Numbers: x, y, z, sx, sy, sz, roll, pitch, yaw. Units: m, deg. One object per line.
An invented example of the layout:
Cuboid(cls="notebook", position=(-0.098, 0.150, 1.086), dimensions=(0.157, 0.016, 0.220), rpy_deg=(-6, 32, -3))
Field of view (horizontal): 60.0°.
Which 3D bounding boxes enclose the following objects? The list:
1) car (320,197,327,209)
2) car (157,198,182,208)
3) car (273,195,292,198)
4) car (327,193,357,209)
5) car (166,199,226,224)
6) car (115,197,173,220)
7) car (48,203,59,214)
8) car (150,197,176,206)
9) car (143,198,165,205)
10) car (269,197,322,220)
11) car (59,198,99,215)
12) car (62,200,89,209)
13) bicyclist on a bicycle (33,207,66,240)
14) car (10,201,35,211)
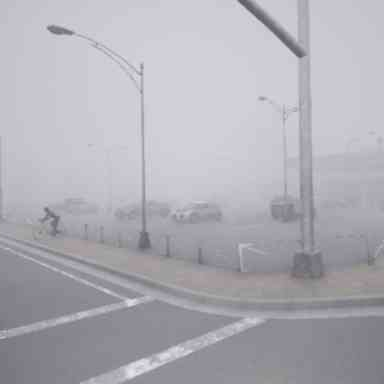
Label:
Cuboid(cls="car", position=(17.060, 1.441, 43.958), dimensions=(3.806, 1.475, 1.970), rpy_deg=(-1, 0, -42))
Cuboid(cls="car", position=(-3.729, 1.805, 55.343), dimensions=(3.633, 1.501, 1.845), rpy_deg=(-1, 0, -42))
Cuboid(cls="car", position=(10.808, 1.245, 38.227), dimensions=(4.605, 1.855, 1.932), rpy_deg=(-1, 0, -42))
Cuboid(cls="car", position=(18.839, 1.111, 41.088), dimensions=(3.866, 1.878, 1.905), rpy_deg=(-1, 0, -42))
Cuboid(cls="car", position=(0.392, 1.467, 24.325), dimensions=(3.806, 1.475, 1.970), rpy_deg=(-1, 0, -42))
Cuboid(cls="car", position=(-4.164, 1.489, 28.856), dimensions=(5.027, 1.636, 2.152), rpy_deg=(-1, 0, -42))
Cuboid(cls="car", position=(-15.029, 1.676, 40.195), dimensions=(4.605, 1.855, 1.932), rpy_deg=(-1, 0, -42))
Cuboid(cls="car", position=(-6.018, 1.935, 69.270), dimensions=(5.027, 1.636, 2.152), rpy_deg=(-1, 0, -42))
Cuboid(cls="car", position=(-8.166, 1.993, 71.556), dimensions=(4.514, 1.523, 2.007), rpy_deg=(-1, 0, -42))
Cuboid(cls="car", position=(8.072, 1.420, 26.356), dimensions=(4.514, 1.523, 2.007), rpy_deg=(-1, 0, -42))
Cuboid(cls="car", position=(-12.770, 1.608, 38.323), dimensions=(3.866, 1.878, 1.905), rpy_deg=(-1, 0, -42))
Cuboid(cls="car", position=(-19.927, 2.141, 56.823), dimensions=(3.806, 1.475, 1.970), rpy_deg=(-1, 0, -42))
Cuboid(cls="bicyclist on a bicycle", position=(-7.237, 1.600, 16.950), dimensions=(1.656, 1.620, 0.582), rpy_deg=(-1, 0, -42))
Cuboid(cls="car", position=(-27.422, 2.236, 54.036), dimensions=(3.633, 1.501, 1.845), rpy_deg=(-1, 0, -42))
